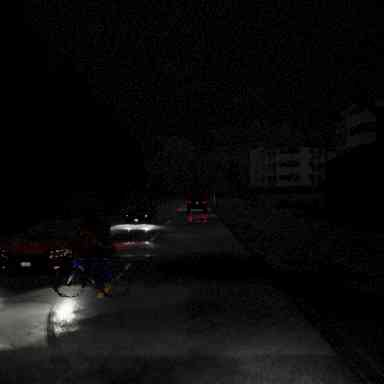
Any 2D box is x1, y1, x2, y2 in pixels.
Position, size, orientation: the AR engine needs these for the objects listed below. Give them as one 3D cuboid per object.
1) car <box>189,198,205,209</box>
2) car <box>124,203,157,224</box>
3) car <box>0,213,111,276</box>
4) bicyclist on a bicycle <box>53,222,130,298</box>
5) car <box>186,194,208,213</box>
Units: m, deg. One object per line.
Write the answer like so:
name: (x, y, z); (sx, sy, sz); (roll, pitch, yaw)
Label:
car: (0.675, 1.547, 47.252); (2.033, 1.411, 5.357); (0, 0, 0)
car: (-3.778, 1.547, 25.375); (2.033, 1.411, 5.357); (0, 0, 1)
car: (-3.983, 1.478, 10.527); (1.882, 1.535, 5.008); (0, 0, 1)
bicyclist on a bicycle: (-2.122, 1.451, 7.018); (1.656, 1.620, 0.582); (-1, 0, 1)
car: (0.542, 1.221, 36.677); (2.150, 2.045, 5.566); (0, 0, 0)
